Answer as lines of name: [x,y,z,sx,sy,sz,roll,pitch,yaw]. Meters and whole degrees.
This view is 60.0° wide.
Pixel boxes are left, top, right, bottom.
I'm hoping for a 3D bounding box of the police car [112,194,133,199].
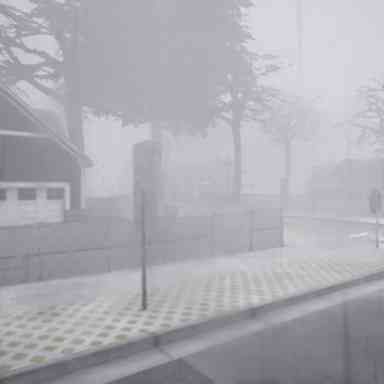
police car: [-8.716,1.059,41.790,2.038,1.542,4.974,-1,1,-35]
